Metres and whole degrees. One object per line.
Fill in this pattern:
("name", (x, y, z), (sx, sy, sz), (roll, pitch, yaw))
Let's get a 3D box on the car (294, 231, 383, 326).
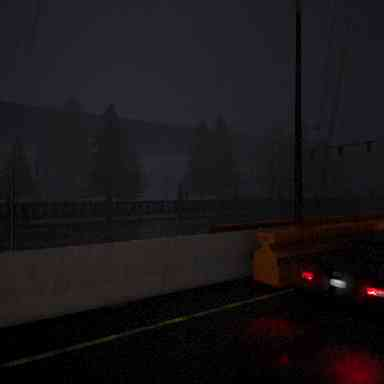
("car", (4.431, 1.547, 6.908), (5.357, 1.411, 2.033), (0, 0, -36))
